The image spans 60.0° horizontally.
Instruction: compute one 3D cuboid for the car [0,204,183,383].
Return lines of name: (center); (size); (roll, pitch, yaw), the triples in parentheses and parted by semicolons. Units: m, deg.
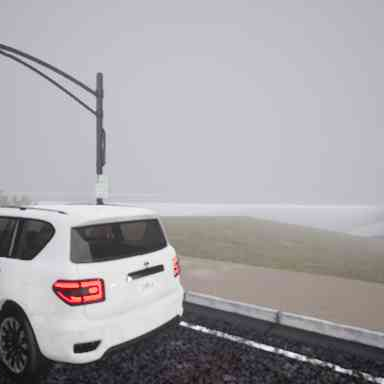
car: (-2.730, 1.221, 5.648); (5.566, 2.045, 2.150); (0, 0, 36)
